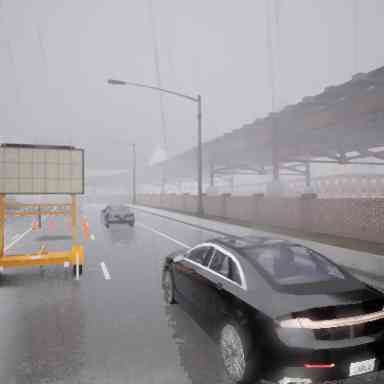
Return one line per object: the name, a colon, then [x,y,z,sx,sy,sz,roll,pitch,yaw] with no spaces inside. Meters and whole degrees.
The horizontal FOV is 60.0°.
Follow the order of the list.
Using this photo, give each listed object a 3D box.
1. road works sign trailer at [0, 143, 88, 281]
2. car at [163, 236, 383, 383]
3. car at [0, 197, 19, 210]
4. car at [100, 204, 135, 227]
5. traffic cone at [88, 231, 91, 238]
road works sign trailer: [-4.321,0.469,9.454,2.380,3.560,2.880,0,0,-19]
car: [0.863,1.493,5.536,2.128,1.511,4.902,0,0,-19]
car: [-23.585,1.376,42.703,2.097,1.767,4.553,0,0,-21]
car: [-5.154,1.557,22.742,2.033,1.411,5.357,0,0,-19]
traffic cone: [-5.227,1.963,16.553,0.340,0.580,0.340,0,0,-19]
